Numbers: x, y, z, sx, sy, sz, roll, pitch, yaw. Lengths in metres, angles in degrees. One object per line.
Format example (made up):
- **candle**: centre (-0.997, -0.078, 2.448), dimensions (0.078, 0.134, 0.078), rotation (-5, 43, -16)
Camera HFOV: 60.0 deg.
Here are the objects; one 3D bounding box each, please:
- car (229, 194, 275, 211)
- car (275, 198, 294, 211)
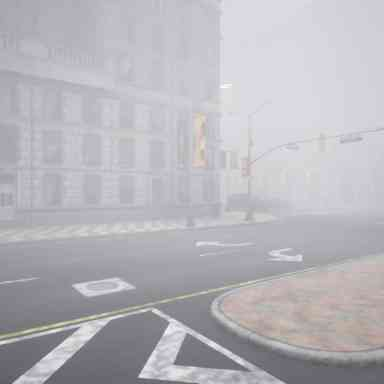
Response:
- **car**: centre (6.913, 1.221, 40.408), dimensions (2.150, 2.045, 5.566), rotation (0, 0, -36)
- **car**: centre (10.398, 1.491, 41.553), dimensions (2.128, 1.511, 4.902), rotation (0, 0, -36)
